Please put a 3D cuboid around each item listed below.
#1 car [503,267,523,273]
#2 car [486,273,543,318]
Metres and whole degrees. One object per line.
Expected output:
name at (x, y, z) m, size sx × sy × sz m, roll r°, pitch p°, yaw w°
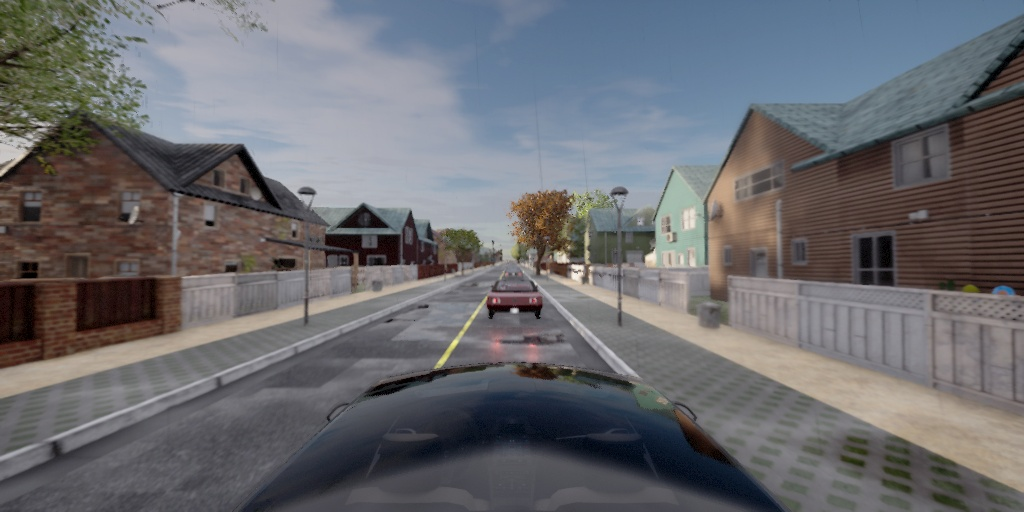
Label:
car at (0.121, 1.743, 34.913) m, size 2.033 × 1.411 × 5.357 m, roll 0°, pitch -1°, yaw 0°
car at (0.095, 1.515, 13.895) m, size 1.895 × 1.301 × 4.718 m, roll 0°, pitch -1°, yaw 0°
